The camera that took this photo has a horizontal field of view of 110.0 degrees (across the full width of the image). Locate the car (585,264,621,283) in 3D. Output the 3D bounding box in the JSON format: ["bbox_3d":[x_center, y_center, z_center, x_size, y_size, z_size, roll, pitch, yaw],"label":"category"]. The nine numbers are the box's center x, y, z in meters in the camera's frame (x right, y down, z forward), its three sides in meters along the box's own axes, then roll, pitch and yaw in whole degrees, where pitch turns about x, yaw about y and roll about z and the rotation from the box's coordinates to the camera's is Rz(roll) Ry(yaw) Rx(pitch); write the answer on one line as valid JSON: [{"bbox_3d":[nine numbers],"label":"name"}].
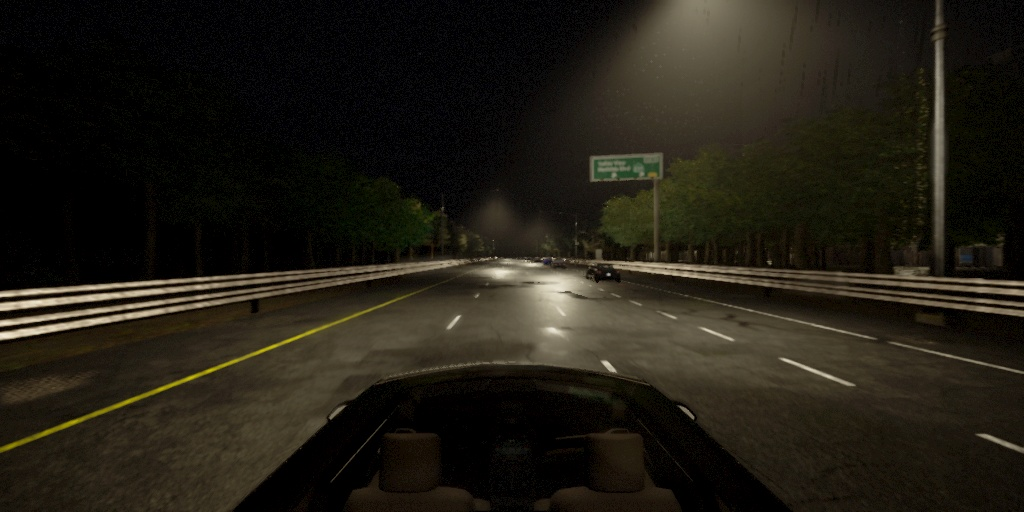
[{"bbox_3d":[7.024,1.310,28.024,1.994,1.385,4.181,0,0,0],"label":"car"}]

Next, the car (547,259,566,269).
[{"bbox_3d":[7.065,1.281,54.923,2.033,1.411,5.357,0,0,0],"label":"car"}]
